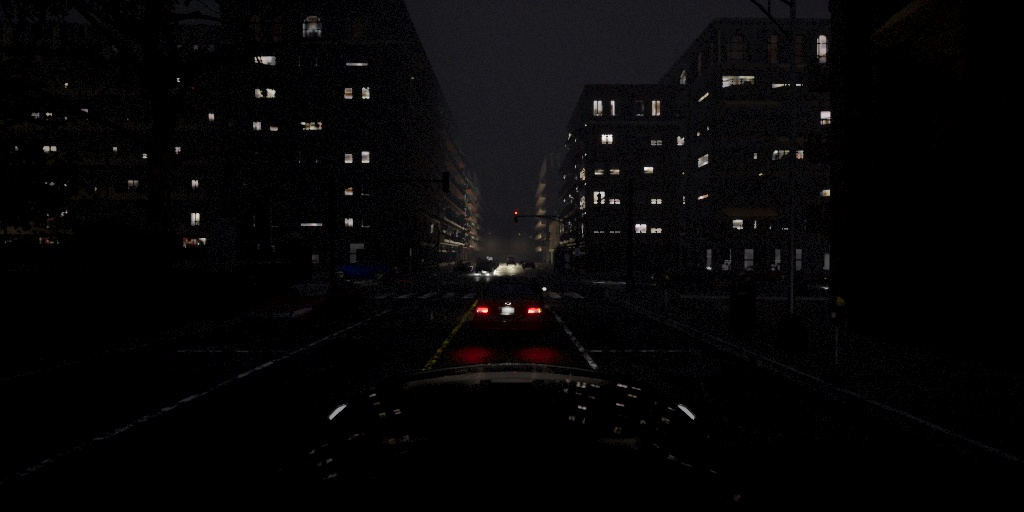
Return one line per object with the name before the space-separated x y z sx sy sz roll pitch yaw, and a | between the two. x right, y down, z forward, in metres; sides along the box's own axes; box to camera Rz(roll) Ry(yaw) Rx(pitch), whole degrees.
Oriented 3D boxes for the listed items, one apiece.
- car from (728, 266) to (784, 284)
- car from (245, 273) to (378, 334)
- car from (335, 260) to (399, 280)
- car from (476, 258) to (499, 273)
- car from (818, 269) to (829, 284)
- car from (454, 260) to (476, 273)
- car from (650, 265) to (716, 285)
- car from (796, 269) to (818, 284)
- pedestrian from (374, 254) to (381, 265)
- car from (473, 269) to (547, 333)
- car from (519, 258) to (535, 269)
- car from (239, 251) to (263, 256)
car | 21.305 1.571 31.465 4.097 1.591 1.967 0 0 -1
car | -5.710 1.331 10.547 1.802 1.307 4.207 0 0 0
car | -11.580 1.060 28.415 5.008 1.535 1.882 2 0 -1
car | -3.175 1.296 43.235 2.033 1.411 5.357 0 0 4
car | 28.499 1.820 29.008 5.357 1.411 2.033 1 0 -1
car | -5.794 1.188 42.958 1.967 1.591 4.097 0 0 0
car | 13.700 1.501 28.790 4.902 1.511 2.128 1 0 -1
car | 26.978 1.814 31.549 4.207 1.307 1.802 0 0 -1
pedestrian | -12.794 0.652 33.932 0.375 1.860 0.375 0 -1 -1
car | 0.056 1.297 10.759 2.033 1.411 5.357 0 0 3
car | 2.556 1.299 54.252 2.007 1.370 4.403 0 0 0
car | -17.597 0.694 25.126 5.566 2.045 2.150 1 0 -1
